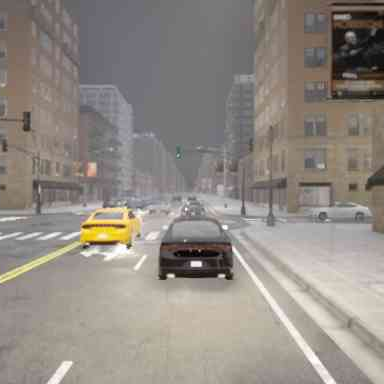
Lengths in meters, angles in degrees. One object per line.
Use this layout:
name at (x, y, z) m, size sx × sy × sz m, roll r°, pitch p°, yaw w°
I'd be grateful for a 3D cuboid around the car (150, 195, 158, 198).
car at (-6.566, 1.415, 48.905) m, size 1.812 × 1.442 × 4.674 m, roll 0°, pitch 0°, yaw 0°

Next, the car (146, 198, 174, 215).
car at (-3.146, 1.527, 33.368) m, size 1.895 × 1.301 × 4.718 m, roll 0°, pitch 0°, yaw 0°

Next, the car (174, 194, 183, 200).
car at (-3.234, 1.222, 80.488) m, size 2.033 × 1.411 × 5.357 m, roll 0°, pitch 0°, yaw 0°

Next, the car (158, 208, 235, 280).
car at (0.103, 1.456, 9.943) m, size 1.882 × 1.535 × 5.008 m, roll 0°, pitch 0°, yaw 0°

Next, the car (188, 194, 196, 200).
car at (0.016, 1.161, 80.498) m, size 1.882 × 1.535 × 5.008 m, roll 0°, pitch 0°, yaw 0°

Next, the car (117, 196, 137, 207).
car at (-9.797, 1.377, 50.655) m, size 2.128 × 1.511 × 4.902 m, roll 0°, pitch 0°, yaw 1°

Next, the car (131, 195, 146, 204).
car at (-9.738, 1.351, 60.888) m, size 2.128 × 1.511 × 4.902 m, roll 0°, pitch 0°, yaw 0°

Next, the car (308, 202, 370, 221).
car at (11.725, 1.505, 26.667) m, size 4.674 × 1.442 × 1.812 m, roll 0°, pitch 0°, yaw 0°

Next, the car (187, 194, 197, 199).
car at (0.014, 1.312, 70.028) m, size 1.882 × 1.535 × 5.008 m, roll 0°, pitch 0°, yaw 0°

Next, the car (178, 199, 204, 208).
car at (0.100, 1.494, 24.957) m, size 2.033 × 1.411 × 5.357 m, roll 0°, pitch 0°, yaw 0°

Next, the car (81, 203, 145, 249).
car at (-3.367, 1.446, 14.529) m, size 1.882 × 1.535 × 5.008 m, roll 0°, pitch 0°, yaw -3°

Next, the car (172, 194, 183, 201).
car at (-3.236, 1.334, 70.445) m, size 1.837 × 1.490 × 4.892 m, roll 0°, pitch 0°, yaw 0°

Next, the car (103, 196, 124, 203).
car at (-9.836, 1.413, 41.471) m, size 1.837 × 1.490 × 4.892 m, roll 0°, pitch 0°, yaw 0°

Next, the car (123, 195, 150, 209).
car at (-6.577, 1.437, 39.803) m, size 1.812 × 1.442 × 4.674 m, roll 0°, pitch 0°, yaw 0°

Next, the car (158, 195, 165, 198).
car at (-6.488, 1.411, 59.055) m, size 2.033 × 1.411 × 5.357 m, roll 0°, pitch 0°, yaw 0°
